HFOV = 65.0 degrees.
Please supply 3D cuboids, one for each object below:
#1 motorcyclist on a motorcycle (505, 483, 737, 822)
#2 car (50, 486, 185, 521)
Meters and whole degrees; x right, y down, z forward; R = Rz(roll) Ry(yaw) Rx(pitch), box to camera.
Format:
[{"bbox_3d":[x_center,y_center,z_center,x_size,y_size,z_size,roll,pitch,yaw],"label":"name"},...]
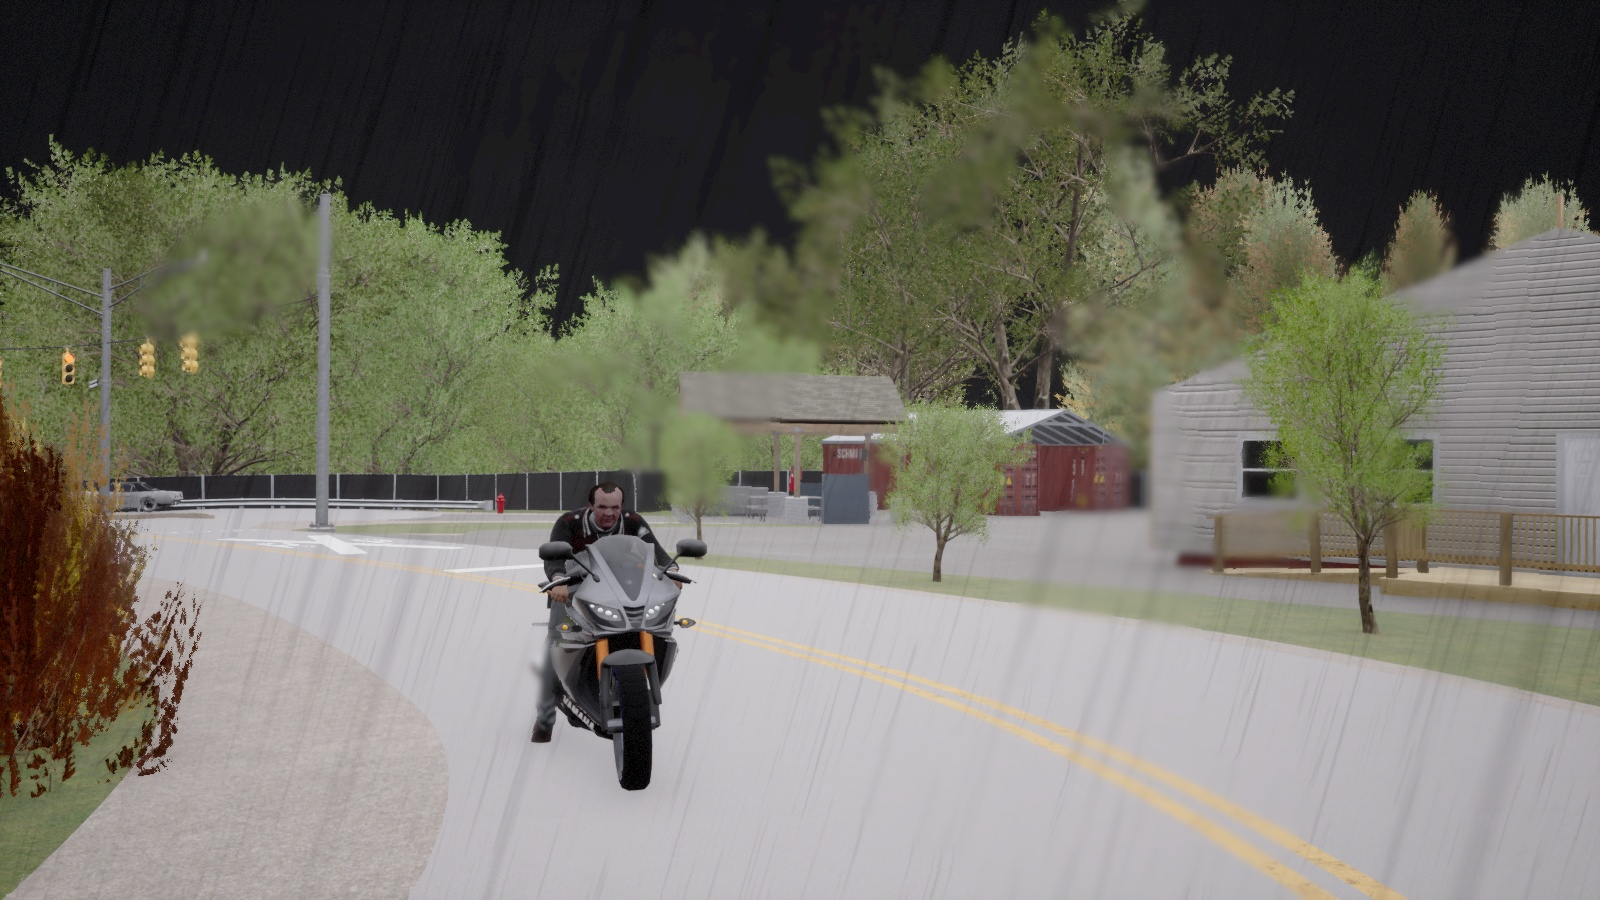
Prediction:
[{"bbox_3d":[-1.077,0.965,6.969,0.866,1.530,2.191,0,-1,-19],"label":"motorcyclist on a motorcycle"},{"bbox_3d":[-28.877,2.248,53.311,4.718,1.301,1.895,-1,-1,-16],"label":"car"}]
